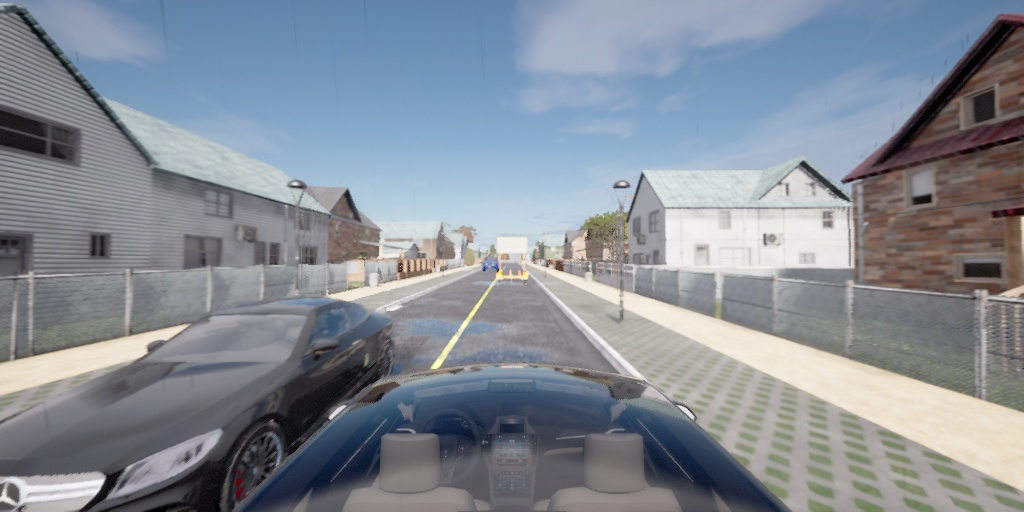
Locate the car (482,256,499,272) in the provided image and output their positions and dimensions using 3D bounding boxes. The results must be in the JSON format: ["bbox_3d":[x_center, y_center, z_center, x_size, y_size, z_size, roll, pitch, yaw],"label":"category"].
[{"bbox_3d":[-2.827,1.063,48.572,2.150,2.045,5.566,0,-1,0],"label":"car"}]

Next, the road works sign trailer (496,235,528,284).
[{"bbox_3d":[0.007,0.241,26.846,2.380,3.560,2.880,0,0,0],"label":"road works sign trailer"}]

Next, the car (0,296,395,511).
[{"bbox_3d":[-2.849,1.276,4.318,1.812,1.442,4.674,0,0,0],"label":"car"}]
